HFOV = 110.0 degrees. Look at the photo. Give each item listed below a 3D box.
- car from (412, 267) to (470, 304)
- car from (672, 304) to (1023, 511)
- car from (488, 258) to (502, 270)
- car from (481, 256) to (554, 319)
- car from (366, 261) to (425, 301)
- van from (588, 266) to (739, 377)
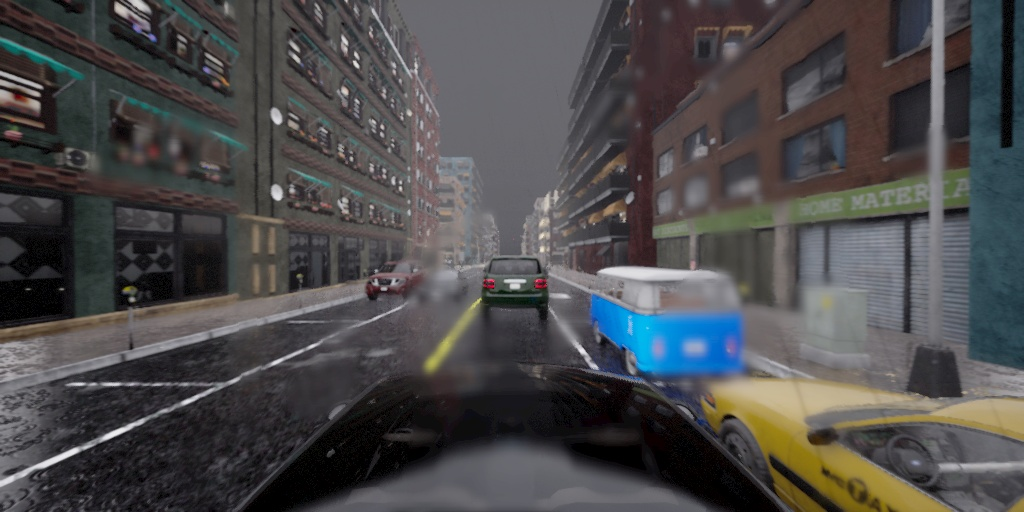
[{"bbox_3d":[-3.098,1.369,17.105,1.812,1.442,4.674,0,0,0],"label":"car"},{"bbox_3d":[2.688,1.274,1.582,1.751,1.417,4.829,0,0,0],"label":"car"},{"bbox_3d":[-2.987,1.446,63.589,2.150,2.045,5.566,0,0,0],"label":"car"},{"bbox_3d":[0.095,1.036,13.273,2.150,2.045,5.566,0,-1,0],"label":"car"},{"bbox_3d":[-5.689,1.167,18.472,2.192,1.841,5.009,0,0,0],"label":"car"},{"bbox_3d":[2.690,1.123,7.097,1.690,1.789,3.998,0,0,0],"label":"van"}]
